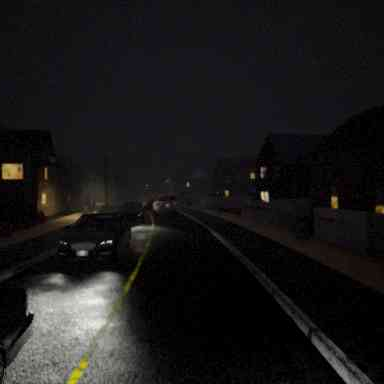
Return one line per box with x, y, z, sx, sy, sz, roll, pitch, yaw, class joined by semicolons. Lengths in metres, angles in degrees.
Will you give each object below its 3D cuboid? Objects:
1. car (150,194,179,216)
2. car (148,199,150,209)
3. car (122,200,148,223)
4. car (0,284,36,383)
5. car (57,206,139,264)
-2.593;1.229;32.303;2.150;2.045;5.566;0;0;-9;car
-5.272;1.602;46.060;1.994;1.385;4.181;0;0;-13;car
-4.526;1.488;25.373;1.882;1.535;5.008;0;0;-7;car
-2.952;1.550;2.062;2.033;1.411;5.357;0;0;-1;car
-3.306;1.493;11.994;2.128;1.511;4.902;0;0;-4;car
